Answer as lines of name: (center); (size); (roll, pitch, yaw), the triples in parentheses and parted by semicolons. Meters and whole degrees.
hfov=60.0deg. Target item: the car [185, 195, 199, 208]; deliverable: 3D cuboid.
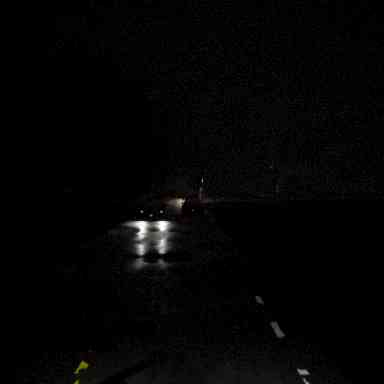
car: (0.003, 1.235, 44.947); (1.837, 1.490, 4.892); (0, 1, 0)

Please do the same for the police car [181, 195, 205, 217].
police car: (0.063, 1.231, 29.009); (1.930, 1.638, 5.238); (0, 1, 0)

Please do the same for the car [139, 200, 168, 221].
car: (-2.867, 1.352, 25.655); (1.812, 1.442, 4.674); (0, 0, 0)
